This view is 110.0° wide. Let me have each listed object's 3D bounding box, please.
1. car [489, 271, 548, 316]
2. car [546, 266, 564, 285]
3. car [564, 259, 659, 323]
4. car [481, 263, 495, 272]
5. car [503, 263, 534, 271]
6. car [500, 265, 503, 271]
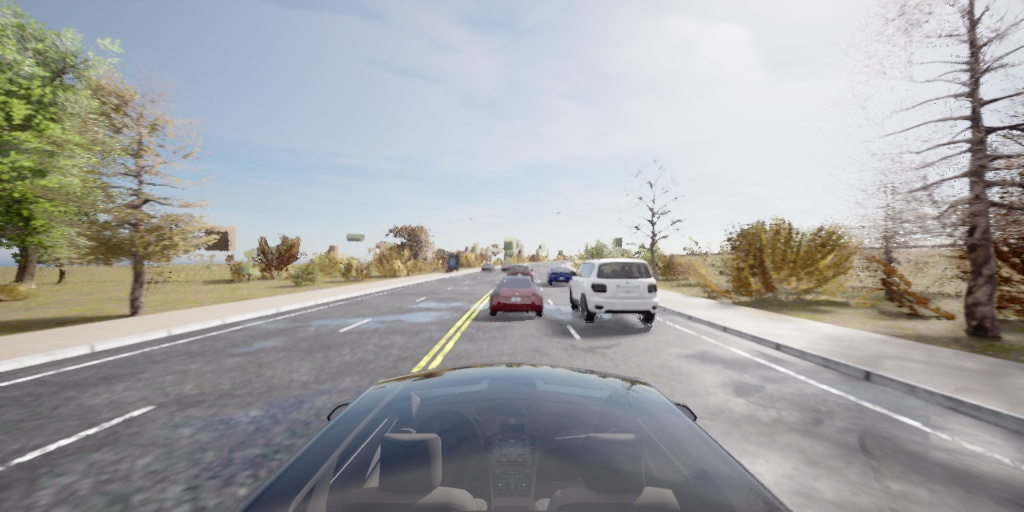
[{"bbox_3d":[0.205,1.479,14.325,1.994,1.385,4.181,0,-1,2],"label":"car"},{"bbox_3d":[3.974,1.583,30.144,1.882,1.535,5.008,0,0,3],"label":"car"},{"bbox_3d":[3.412,1.122,12.995,2.150,2.045,5.566,0,0,2],"label":"car"},{"bbox_3d":[-3.993,1.944,59.983,1.837,1.490,4.892,0,-1,5],"label":"car"},{"bbox_3d":[0.659,1.444,28.972,2.097,1.767,4.553,0,-1,3],"label":"car"},{"bbox_3d":[-0.763,1.911,59.622,1.882,1.535,5.008,0,-1,5],"label":"car"}]
